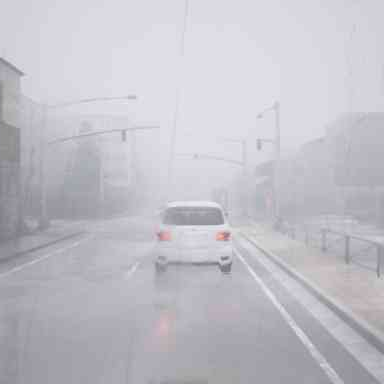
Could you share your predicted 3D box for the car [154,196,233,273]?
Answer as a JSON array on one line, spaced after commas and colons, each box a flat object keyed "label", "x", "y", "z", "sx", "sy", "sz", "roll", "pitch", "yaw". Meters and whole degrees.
[{"label": "car", "x": 0.053, "y": 1.300, "z": 11.095, "sx": 2.150, "sy": 2.045, "sz": 5.566, "roll": 0, "pitch": 0, "yaw": 0}]

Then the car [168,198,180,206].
[{"label": "car", "x": -3.609, "y": 2.003, "z": 67.104, "sx": 2.033, "sy": 1.411, "sz": 5.357, "roll": 0, "pitch": 0, "yaw": 0}]

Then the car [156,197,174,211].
[{"label": "car", "x": -3.664, "y": 1.665, "z": 46.087, "sx": 2.097, "sy": 1.767, "sz": 4.553, "roll": 0, "pitch": 0, "yaw": 0}]

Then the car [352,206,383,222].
[{"label": "car", "x": 16.674, "y": 1.942, "z": 29.744, "sx": 4.181, "sy": 1.385, "sz": 1.994, "roll": 0, "pitch": 0, "yaw": 0}]

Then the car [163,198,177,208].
[{"label": "car", "x": -3.663, "y": 1.875, "z": 56.468, "sx": 2.128, "sy": 1.511, "sz": 4.902, "roll": 0, "pitch": 0, "yaw": 0}]
